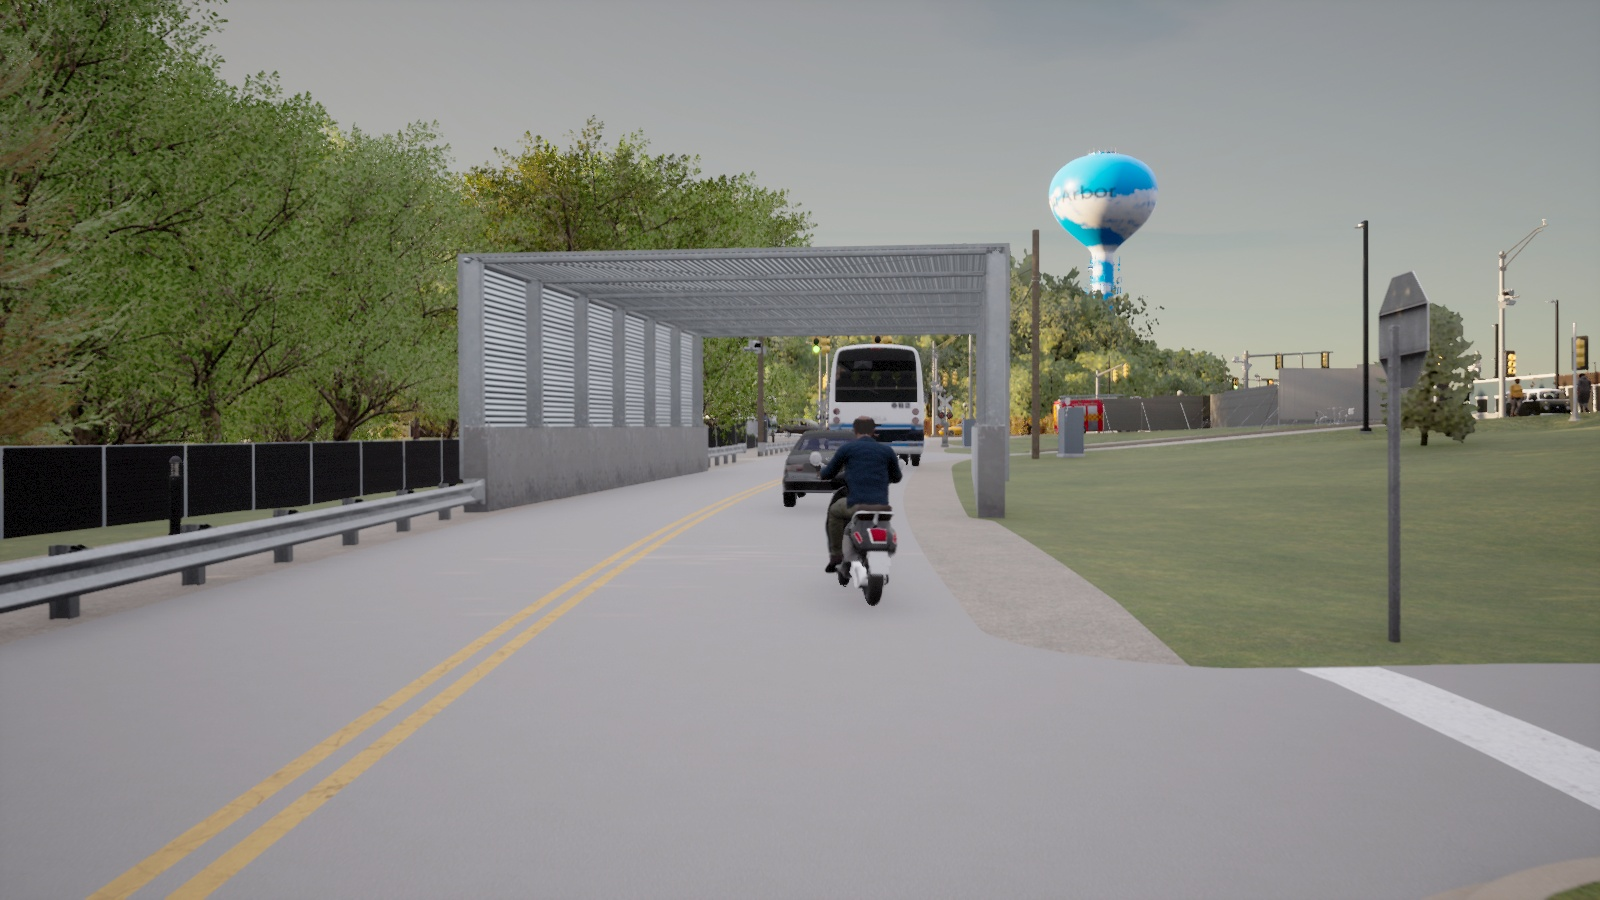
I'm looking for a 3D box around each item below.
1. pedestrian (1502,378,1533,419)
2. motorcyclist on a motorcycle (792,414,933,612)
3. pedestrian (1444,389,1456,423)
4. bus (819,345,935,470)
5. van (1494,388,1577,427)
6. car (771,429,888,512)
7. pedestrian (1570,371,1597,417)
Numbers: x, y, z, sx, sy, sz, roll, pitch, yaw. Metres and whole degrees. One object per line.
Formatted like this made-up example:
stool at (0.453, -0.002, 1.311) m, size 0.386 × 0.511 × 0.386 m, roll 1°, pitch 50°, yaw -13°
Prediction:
pedestrian at (33.390, -2.383, 58.476) m, size 0.874 × 1.855 × 0.900 m, roll 0°, pitch 0°, yaw -9°
motorcyclist on a motorcycle at (0.503, 0.496, 11.087) m, size 0.866 × 1.590 × 1.817 m, roll 2°, pitch 1°, yaw -8°
pedestrian at (35.664, -2.414, 68.874) m, size 0.376 × 1.854 × 0.720 m, roll 0°, pitch 0°, yaw 10°
bus at (3.101, -1.581, 47.932) m, size 3.944 × 4.253 × 10.273 m, roll 0°, pitch 1°, yaw 6°
van at (41.785, -2.375, 71.463) m, size 2.069 × 2.038 × 4.480 m, roll 0°, pitch 0°, yaw -1°
car at (0.685, 0.319, 24.569) m, size 2.033 × 1.411 × 5.357 m, roll 0°, pitch 1°, yaw 4°
pedestrian at (34.272, -2.438, 54.944) m, size 0.659 × 1.952 × 0.873 m, roll 0°, pitch 0°, yaw 4°
